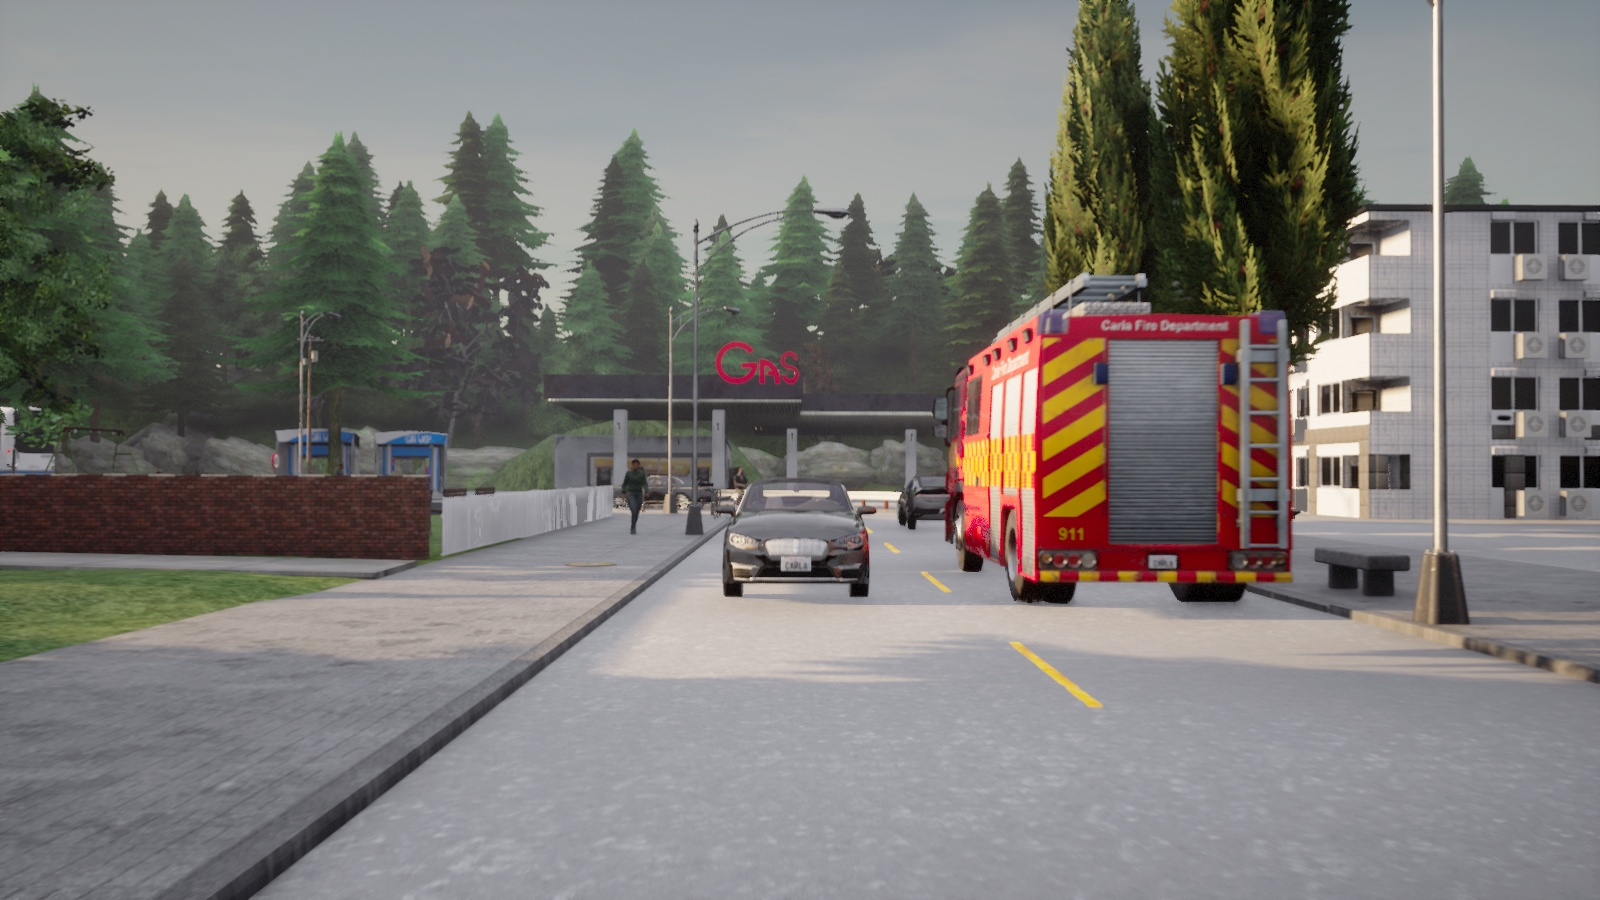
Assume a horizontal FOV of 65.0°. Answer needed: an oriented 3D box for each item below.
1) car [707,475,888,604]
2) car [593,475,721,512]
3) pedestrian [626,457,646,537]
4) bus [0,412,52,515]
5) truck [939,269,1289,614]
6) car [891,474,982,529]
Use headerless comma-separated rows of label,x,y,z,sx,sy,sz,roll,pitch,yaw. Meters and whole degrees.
car,-0.041,1.102,17.269,2.128,1.511,4.902,0,-1,0
car,-6.005,1.801,52.894,4.902,1.511,2.128,-1,-1,17
pedestrian,-3.835,1.098,29.322,0.353,1.847,0.614,0,-1,-19
bus,-37.992,0.600,53.170,10.273,4.253,3.944,0,-1,0
truck,3.952,-0.018,18.185,2.891,3.827,8.468,0,-1,0
car,3.910,1.456,36.809,2.128,1.511,4.902,0,-1,0
